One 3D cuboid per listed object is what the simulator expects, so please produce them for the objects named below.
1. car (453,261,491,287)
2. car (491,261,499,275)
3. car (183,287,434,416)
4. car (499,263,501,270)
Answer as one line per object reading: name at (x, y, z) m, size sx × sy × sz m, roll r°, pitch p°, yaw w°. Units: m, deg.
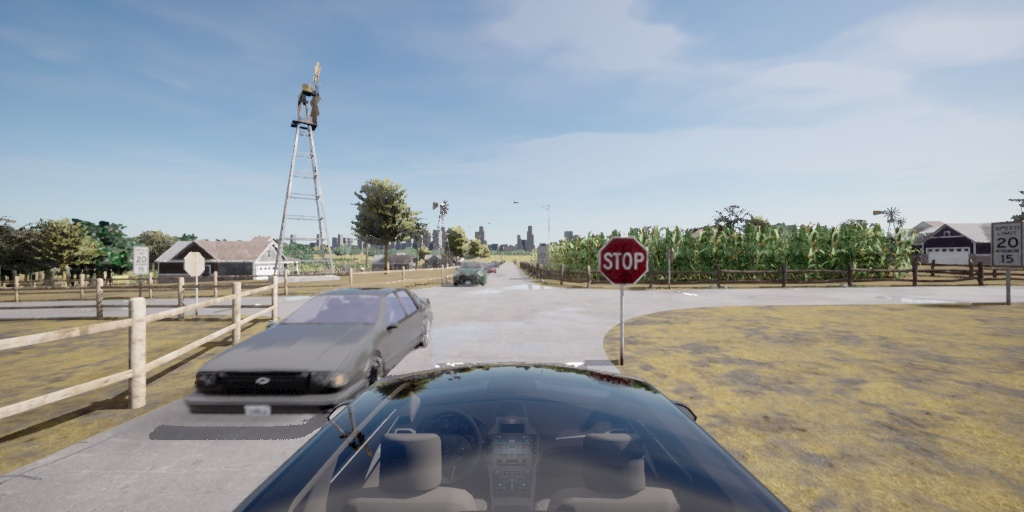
car at (-2.845, 1.161, 25.328) m, size 2.097 × 1.767 × 4.553 m, roll 0°, pitch 0°, yaw 0°
car at (-2.920, 1.569, 43.890) m, size 1.994 × 1.385 × 4.181 m, roll 0°, pitch -1°, yaw 0°
car at (-2.770, 1.296, 6.549) m, size 2.033 × 1.411 × 5.357 m, roll 0°, pitch 0°, yaw 0°
car at (-2.992, 1.555, 61.320) m, size 1.837 × 1.490 × 4.892 m, roll 0°, pitch -1°, yaw 0°
